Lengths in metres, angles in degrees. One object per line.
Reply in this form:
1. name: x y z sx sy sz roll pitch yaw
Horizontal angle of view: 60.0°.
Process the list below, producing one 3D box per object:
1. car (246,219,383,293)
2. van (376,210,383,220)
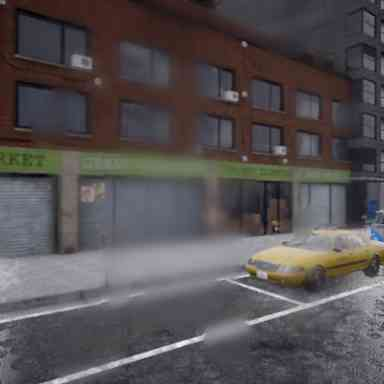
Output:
1. car: 3.590 1.628 9.107 4.829 1.417 1.752 1 -1 -36
2. van: 8.276 1.515 12.453 3.998 1.788 1.690 1 -1 -35
